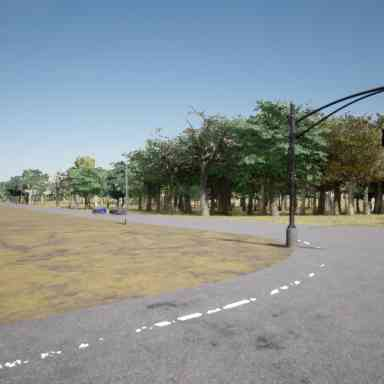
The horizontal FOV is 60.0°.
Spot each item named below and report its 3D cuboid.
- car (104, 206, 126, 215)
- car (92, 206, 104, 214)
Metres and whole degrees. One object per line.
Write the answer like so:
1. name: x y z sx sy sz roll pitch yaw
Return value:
1. car: -13.212 3.303 58.804 2.128 1.511 4.902 1 -2 -33
2. car: -18.727 3.625 67.206 1.812 1.442 4.674 1 -2 -33
